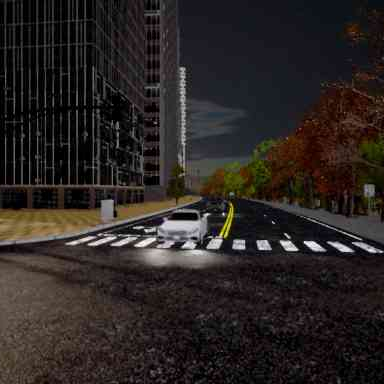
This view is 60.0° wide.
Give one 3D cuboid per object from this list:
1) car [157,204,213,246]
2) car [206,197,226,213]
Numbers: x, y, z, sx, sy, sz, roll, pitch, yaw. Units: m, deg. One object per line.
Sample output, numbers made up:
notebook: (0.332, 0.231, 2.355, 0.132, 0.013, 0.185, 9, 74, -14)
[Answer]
car: (-0.278, 1.539, 15.606, 1.812, 1.442, 4.674, 0, 0, 9)
car: (2.696, 1.350, 36.801, 2.097, 1.767, 4.553, 0, 0, 7)
